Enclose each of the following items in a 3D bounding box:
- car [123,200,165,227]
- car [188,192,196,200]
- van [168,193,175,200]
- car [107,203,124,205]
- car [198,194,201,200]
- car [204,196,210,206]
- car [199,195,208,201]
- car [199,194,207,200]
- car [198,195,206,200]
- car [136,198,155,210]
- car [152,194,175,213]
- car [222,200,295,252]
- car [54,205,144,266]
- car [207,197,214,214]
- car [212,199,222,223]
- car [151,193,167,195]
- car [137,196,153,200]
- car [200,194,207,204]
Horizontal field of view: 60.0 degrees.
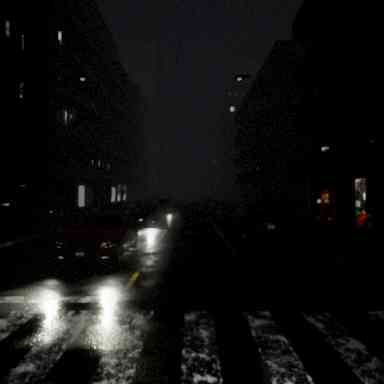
[{"bbox_3d":[-3.099,1.500,22.138,1.994,1.385,4.181,0,0,-1],"label":"car"},{"bbox_3d":[0.022,1.033,88.739,2.150,2.045,5.566,0,0,0],"label":"car"},{"bbox_3d":[-5.669,1.156,91.348,1.690,1.788,3.998,0,0,0],"label":"van"},{"bbox_3d":[-5.684,1.495,24.769,1.947,1.339,4.313,0,0,0],"label":"car"},{"bbox_3d":[2.706,1.375,69.151,1.887,1.381,4.507,0,0,0],"label":"car"},{"bbox_3d":[2.699,1.449,35.864,2.008,1.369,4.403,0,0,0],"label":"car"},{"bbox_3d":[2.709,1.387,80.249,1.947,1.339,4.313,0,0,0],"label":"car"},{"bbox_3d":[2.710,1.257,85.797,1.967,1.590,4.097,0,0,0],"label":"car"},{"bbox_3d":[2.712,1.380,91.346,1.947,1.339,4.313,0,0,0],"label":"car"},{"bbox_3d":[-5.681,1.465,41.415,1.802,1.307,4.206,0,0,0],"label":"car"},{"bbox_3d":[-3.072,1.375,36.274,1.882,1.535,5.008,0,1,0],"label":"car"},{"bbox_3d":[2.693,1.274,13.668,2.192,1.841,5.009,0,0,0],"label":"car"},{"bbox_3d":[-3.094,1.442,11.664,1.882,1.535,5.008,0,0,0],"label":"car"},{"bbox_3d":[2.698,1.458,30.315,1.887,1.381,4.507,0,0,0],"label":"car"},{"bbox_3d":[2.696,1.453,24.936,1.752,1.417,4.829,0,0,0],"label":"car"},{"bbox_3d":[-5.678,1.170,52.509,2.192,1.841,5.009,0,0,0],"label":"car"},{"bbox_3d":[-5.682,1.424,35.696,1.752,1.417,4.829,0,0,0],"label":"car"},{"bbox_3d":[2.703,1.399,52.508,1.887,1.381,4.507,0,0,0],"label":"car"}]
